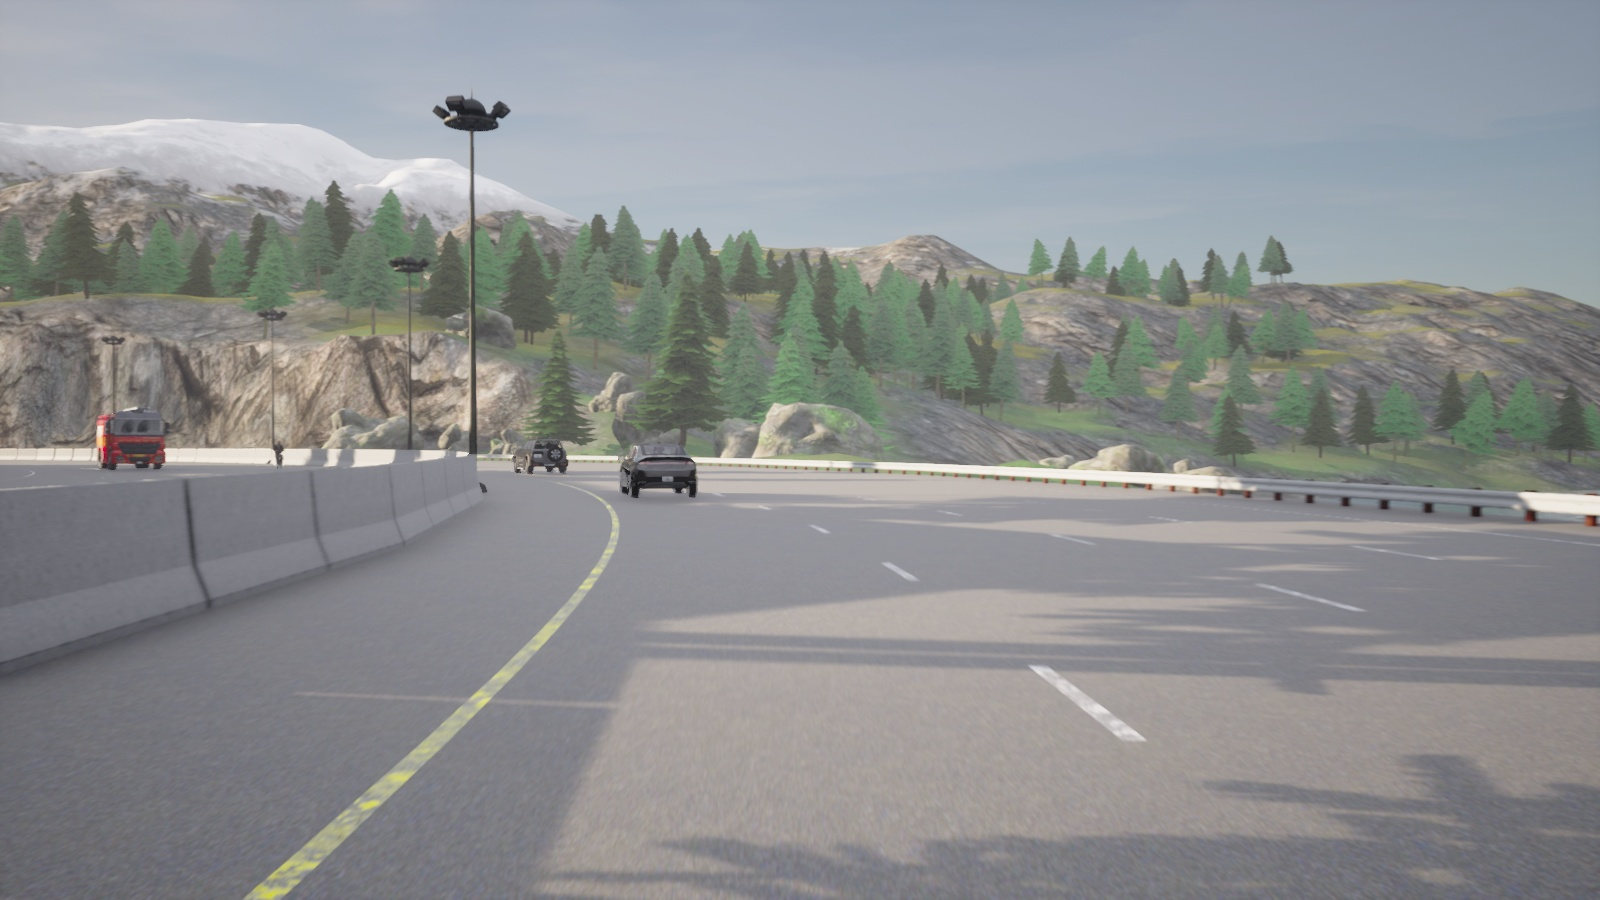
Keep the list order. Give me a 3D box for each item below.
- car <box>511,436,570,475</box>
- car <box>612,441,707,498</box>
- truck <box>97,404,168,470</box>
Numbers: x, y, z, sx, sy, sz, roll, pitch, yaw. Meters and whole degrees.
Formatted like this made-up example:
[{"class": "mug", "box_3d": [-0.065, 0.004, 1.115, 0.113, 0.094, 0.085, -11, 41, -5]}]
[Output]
[{"class": "car", "box_3d": [-12.937, 0.238, 62.342, 1.932, 1.855, 4.605, 0, 0, -24]}, {"class": "car", "box_3d": [-4.098, 0.510, 35.953, 2.128, 1.511, 4.902, 0, 0, -13]}, {"class": "truck", "box_3d": [-40.967, -0.777, 76.936, 2.891, 3.827, 8.468, 0, 0, -35]}]
